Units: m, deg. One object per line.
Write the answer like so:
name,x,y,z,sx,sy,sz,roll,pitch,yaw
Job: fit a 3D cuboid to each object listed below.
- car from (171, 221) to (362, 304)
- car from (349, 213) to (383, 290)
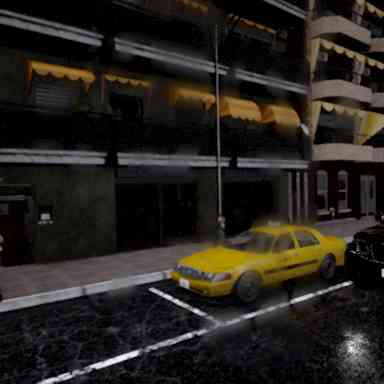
car,1.810,1.407,7.860,4.829,1.417,1.752,-1,0,-35
car,5.749,1.044,7.477,5.566,2.045,2.150,-1,1,-35
